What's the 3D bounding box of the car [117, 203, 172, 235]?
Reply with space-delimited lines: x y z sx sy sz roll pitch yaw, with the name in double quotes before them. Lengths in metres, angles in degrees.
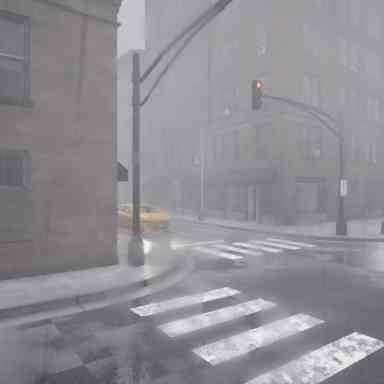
"car" -2.931 1.382 18.392 1.882 1.535 5.008 0 0 -34
